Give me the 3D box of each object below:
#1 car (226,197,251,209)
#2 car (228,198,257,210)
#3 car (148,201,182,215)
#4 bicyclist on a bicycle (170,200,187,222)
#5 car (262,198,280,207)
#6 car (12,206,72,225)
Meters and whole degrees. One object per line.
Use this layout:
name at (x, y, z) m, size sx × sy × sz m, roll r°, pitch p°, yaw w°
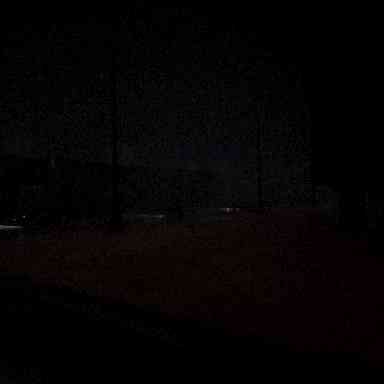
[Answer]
car at (7.770, 1.833, 55.299) m, size 2.097 × 1.767 × 4.553 m, roll -2°, pitch -1°, yaw 37°
car at (7.636, 1.878, 49.202) m, size 2.033 × 1.411 × 5.357 m, roll -2°, pitch -1°, yaw 37°
car at (-3.271, 1.909, 40.738) m, size 1.882 × 1.535 × 5.008 m, roll -2°, pitch -1°, yaw 37°
bicyclist on a bicycle at (-1.070, 1.463, 25.390) m, size 1.656 × 1.620 × 0.582 m, roll -2°, pitch -1°, yaw 37°
car at (13.554, 1.830, 57.174) m, size 1.837 × 1.490 × 4.892 m, roll -2°, pitch -1°, yaw 37°
car at (-12.630, 1.946, 28.269) m, size 1.837 × 1.490 × 4.892 m, roll -2°, pitch -1°, yaw 37°
